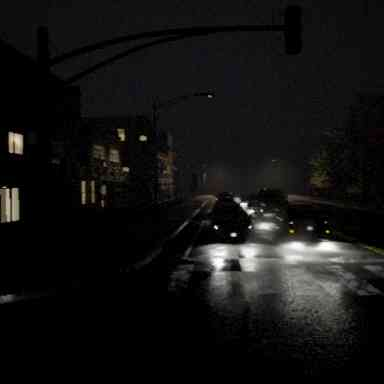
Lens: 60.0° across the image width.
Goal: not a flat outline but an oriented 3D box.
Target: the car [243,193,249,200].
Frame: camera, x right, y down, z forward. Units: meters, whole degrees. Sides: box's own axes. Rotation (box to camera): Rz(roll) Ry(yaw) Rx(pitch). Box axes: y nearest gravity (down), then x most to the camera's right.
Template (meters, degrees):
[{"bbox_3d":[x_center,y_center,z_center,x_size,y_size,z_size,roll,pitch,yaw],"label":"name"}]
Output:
[{"bbox_3d":[6.716,0.884,34.964,1.882,1.535,5.008,-1,1,6],"label":"car"}]

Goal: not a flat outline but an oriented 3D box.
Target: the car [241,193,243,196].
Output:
[{"bbox_3d":[7.933,0.807,47.894,1.895,1.301,4.718,-1,1,5],"label":"car"}]

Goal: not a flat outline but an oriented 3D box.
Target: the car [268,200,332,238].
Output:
[{"bbox_3d":[4.996,1.269,15.579,1.994,1.385,4.181,-1,1,5],"label":"car"}]

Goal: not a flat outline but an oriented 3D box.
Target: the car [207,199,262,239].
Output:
[{"bbox_3d":[1.742,1.289,15.984,2.033,1.411,5.357,-1,1,2],"label":"car"}]

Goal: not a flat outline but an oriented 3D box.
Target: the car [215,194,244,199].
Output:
[{"bbox_3d":[2.660,1.134,26.019,2.033,1.411,5.357,-1,1,5],"label":"car"}]

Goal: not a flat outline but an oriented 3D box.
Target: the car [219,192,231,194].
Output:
[{"bbox_3d":[3.576,0.781,36.234,2.097,1.767,4.553,-1,1,5],"label":"car"}]

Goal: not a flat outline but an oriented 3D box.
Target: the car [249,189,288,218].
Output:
[{"bbox_3d":[5.815,0.783,24.868,2.150,2.045,5.566,-1,1,5],"label":"car"}]
